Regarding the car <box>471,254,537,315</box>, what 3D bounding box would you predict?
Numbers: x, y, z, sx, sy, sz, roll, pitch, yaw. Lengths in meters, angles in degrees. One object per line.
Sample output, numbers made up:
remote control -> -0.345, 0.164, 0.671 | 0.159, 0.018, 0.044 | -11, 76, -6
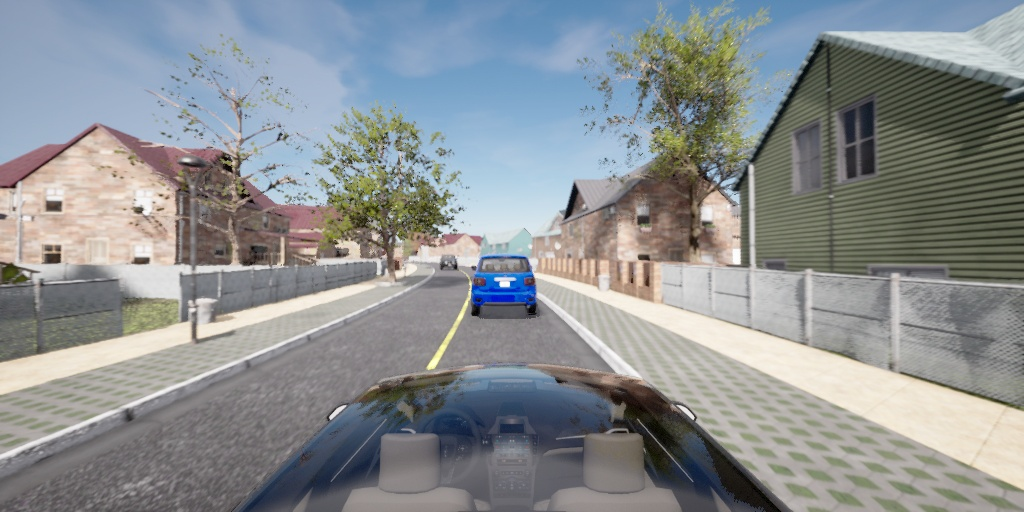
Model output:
car -> -0.363, 0.931, 13.498 | 2.150, 2.045, 5.566 | 0, 0, -3

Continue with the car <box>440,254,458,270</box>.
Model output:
car -> -8.413, 0.782, 47.649 | 2.150, 2.045, 5.566 | 0, 0, -14
